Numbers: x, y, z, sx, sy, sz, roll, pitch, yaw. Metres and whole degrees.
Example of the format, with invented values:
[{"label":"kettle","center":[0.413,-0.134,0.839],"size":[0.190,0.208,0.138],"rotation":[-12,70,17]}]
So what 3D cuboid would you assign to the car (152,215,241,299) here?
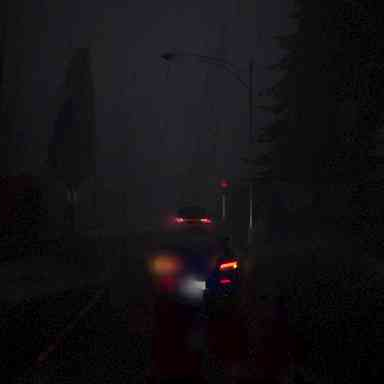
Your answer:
[{"label":"car","center":[0.095,1.526,8.300],"size":[1.812,1.442,4.674],"rotation":[0,0,0]}]

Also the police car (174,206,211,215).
[{"label":"police car","center":[0.017,1.504,17.619],"size":[2.038,1.542,4.974],"rotation":[0,0,0]}]
